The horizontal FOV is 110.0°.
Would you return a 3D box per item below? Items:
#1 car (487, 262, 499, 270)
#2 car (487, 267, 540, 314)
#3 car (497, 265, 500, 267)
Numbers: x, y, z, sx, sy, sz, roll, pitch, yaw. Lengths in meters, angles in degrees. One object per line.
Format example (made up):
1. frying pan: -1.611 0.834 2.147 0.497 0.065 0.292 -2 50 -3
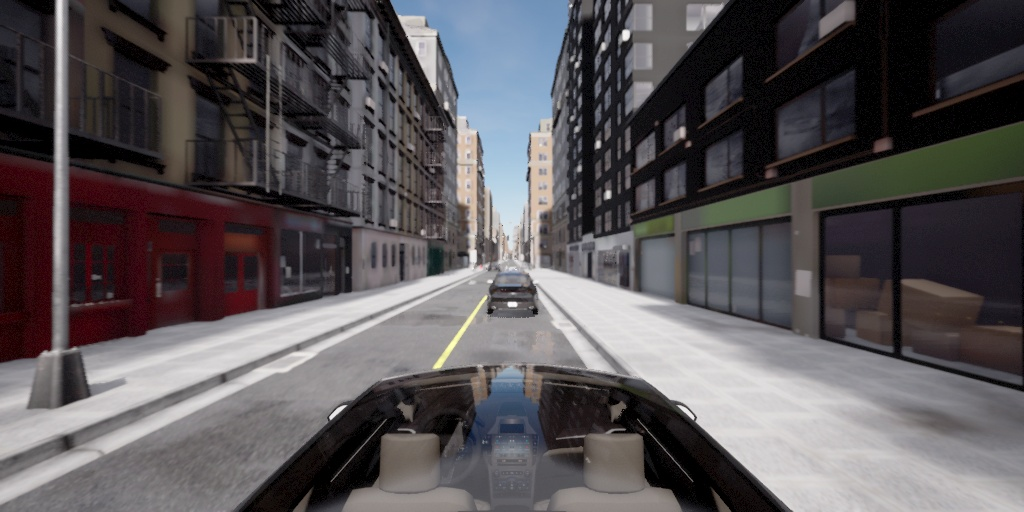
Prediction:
1. car: -2.782 1.697 56.029 1.837 1.490 4.892 0 -1 0
2. car: 0.046 1.362 14.289 1.837 1.490 4.892 0 0 1
3. car: 0.041 1.575 28.624 1.895 1.301 4.718 0 0 1
